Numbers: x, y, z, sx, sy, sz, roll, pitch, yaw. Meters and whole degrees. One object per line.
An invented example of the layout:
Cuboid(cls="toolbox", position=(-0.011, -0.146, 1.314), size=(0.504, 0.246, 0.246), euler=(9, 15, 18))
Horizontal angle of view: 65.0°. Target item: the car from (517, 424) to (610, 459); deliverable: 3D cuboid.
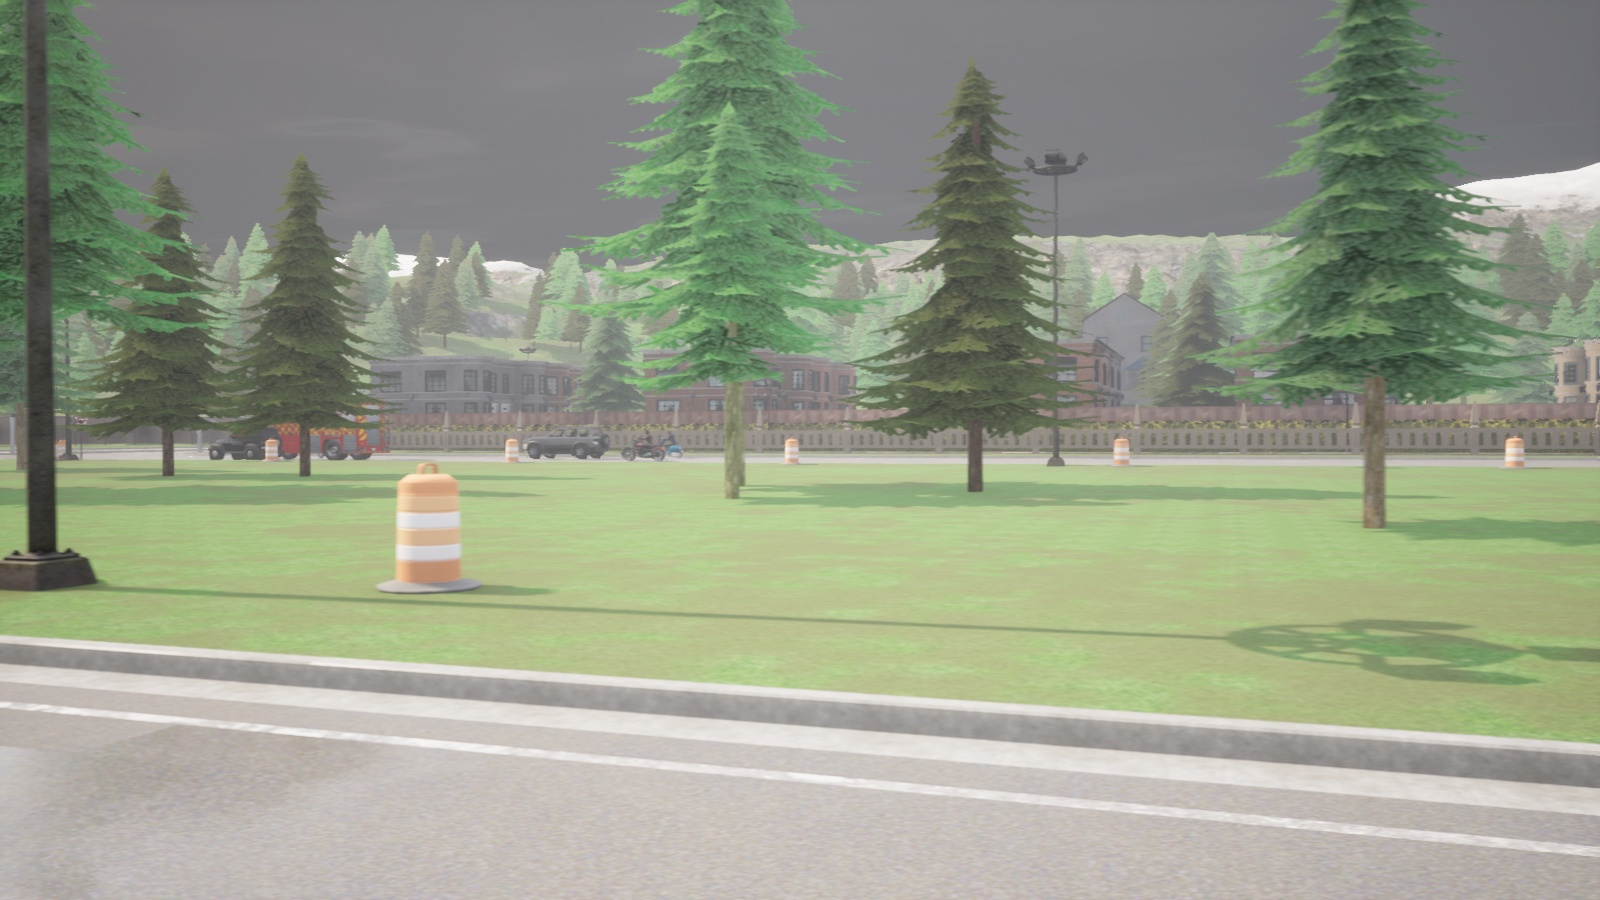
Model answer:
Cuboid(cls="car", position=(-12.936, -0.506, 68.693), size=(4.605, 1.855, 1.932), euler=(1, 1, 18))

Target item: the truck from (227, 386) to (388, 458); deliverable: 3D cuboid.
Cuboid(cls="truck", position=(-27.370, -1.559, 69.802), size=(8.468, 3.827, 2.891), euler=(1, 1, 18))

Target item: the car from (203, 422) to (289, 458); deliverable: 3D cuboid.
Cuboid(cls="car", position=(-29.470, -0.559, 66.826), size=(3.866, 1.878, 1.905), euler=(1, 1, 19))

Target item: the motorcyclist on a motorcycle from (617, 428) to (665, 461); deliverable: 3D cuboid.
Cuboid(cls="motorcyclist on a motorcycle", position=(-8.024, -0.268, 63.368), size=(2.350, 1.649, 0.766), euler=(0, 1, 18))

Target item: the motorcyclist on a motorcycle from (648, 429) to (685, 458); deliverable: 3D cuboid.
Cuboid(cls="motorcyclist on a motorcycle", position=(-7.499, -0.378, 70.571), size=(1.817, 1.590, 0.866), euler=(1, 1, 18))
